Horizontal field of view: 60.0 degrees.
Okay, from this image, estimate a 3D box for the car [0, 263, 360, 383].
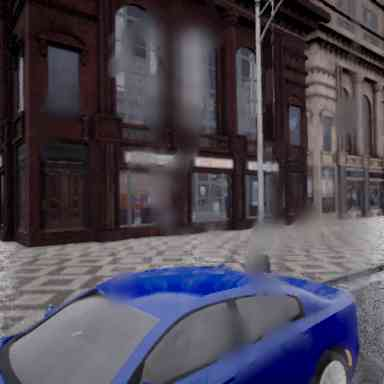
[{"bbox_3d":[-0.318,1.548,3.094,5.008,1.535,1.882,0,-1,-39],"label":"car"}]
